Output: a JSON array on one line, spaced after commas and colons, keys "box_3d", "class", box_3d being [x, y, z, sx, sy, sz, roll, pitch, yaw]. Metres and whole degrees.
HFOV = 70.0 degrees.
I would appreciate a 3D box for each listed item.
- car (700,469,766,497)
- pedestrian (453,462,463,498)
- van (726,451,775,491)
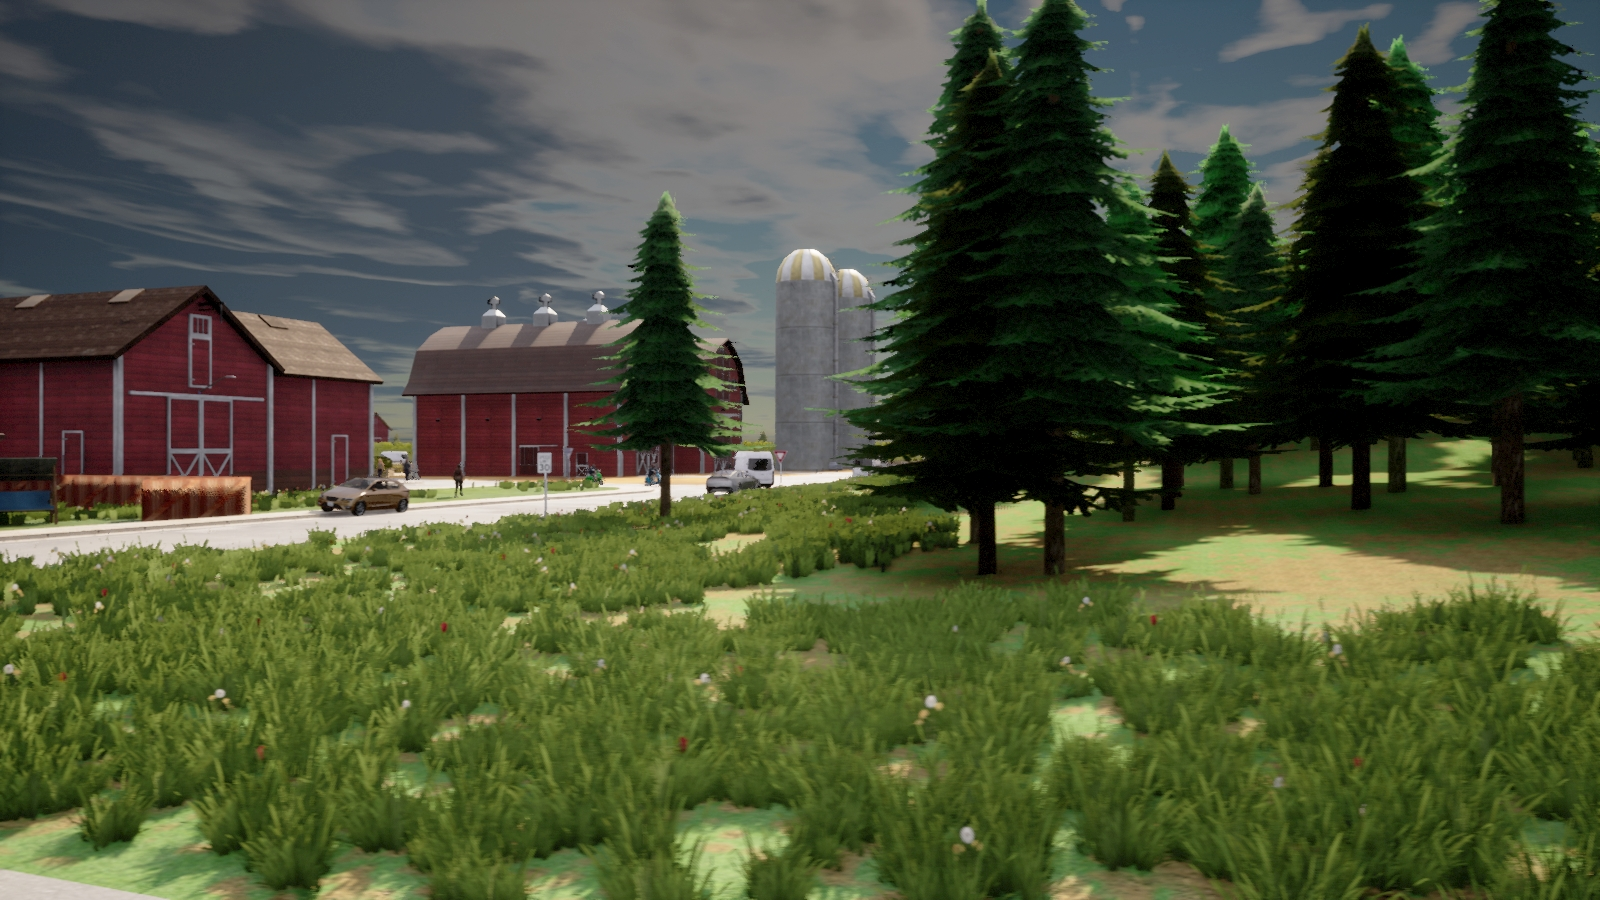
[{"box_3d": [-3.901, 1.908, 67.403, 2.128, 1.511, 4.902, 0, 0, 20], "class": "car"}, {"box_3d": [-17.713, 1.545, 59.160, 0.375, 1.860, 0.375, 0, 0, 8], "class": "pedestrian"}, {"box_3d": [-3.364, 1.362, 76.367, 1.988, 2.561, 5.915, 1, 0, -15], "class": "van"}]
